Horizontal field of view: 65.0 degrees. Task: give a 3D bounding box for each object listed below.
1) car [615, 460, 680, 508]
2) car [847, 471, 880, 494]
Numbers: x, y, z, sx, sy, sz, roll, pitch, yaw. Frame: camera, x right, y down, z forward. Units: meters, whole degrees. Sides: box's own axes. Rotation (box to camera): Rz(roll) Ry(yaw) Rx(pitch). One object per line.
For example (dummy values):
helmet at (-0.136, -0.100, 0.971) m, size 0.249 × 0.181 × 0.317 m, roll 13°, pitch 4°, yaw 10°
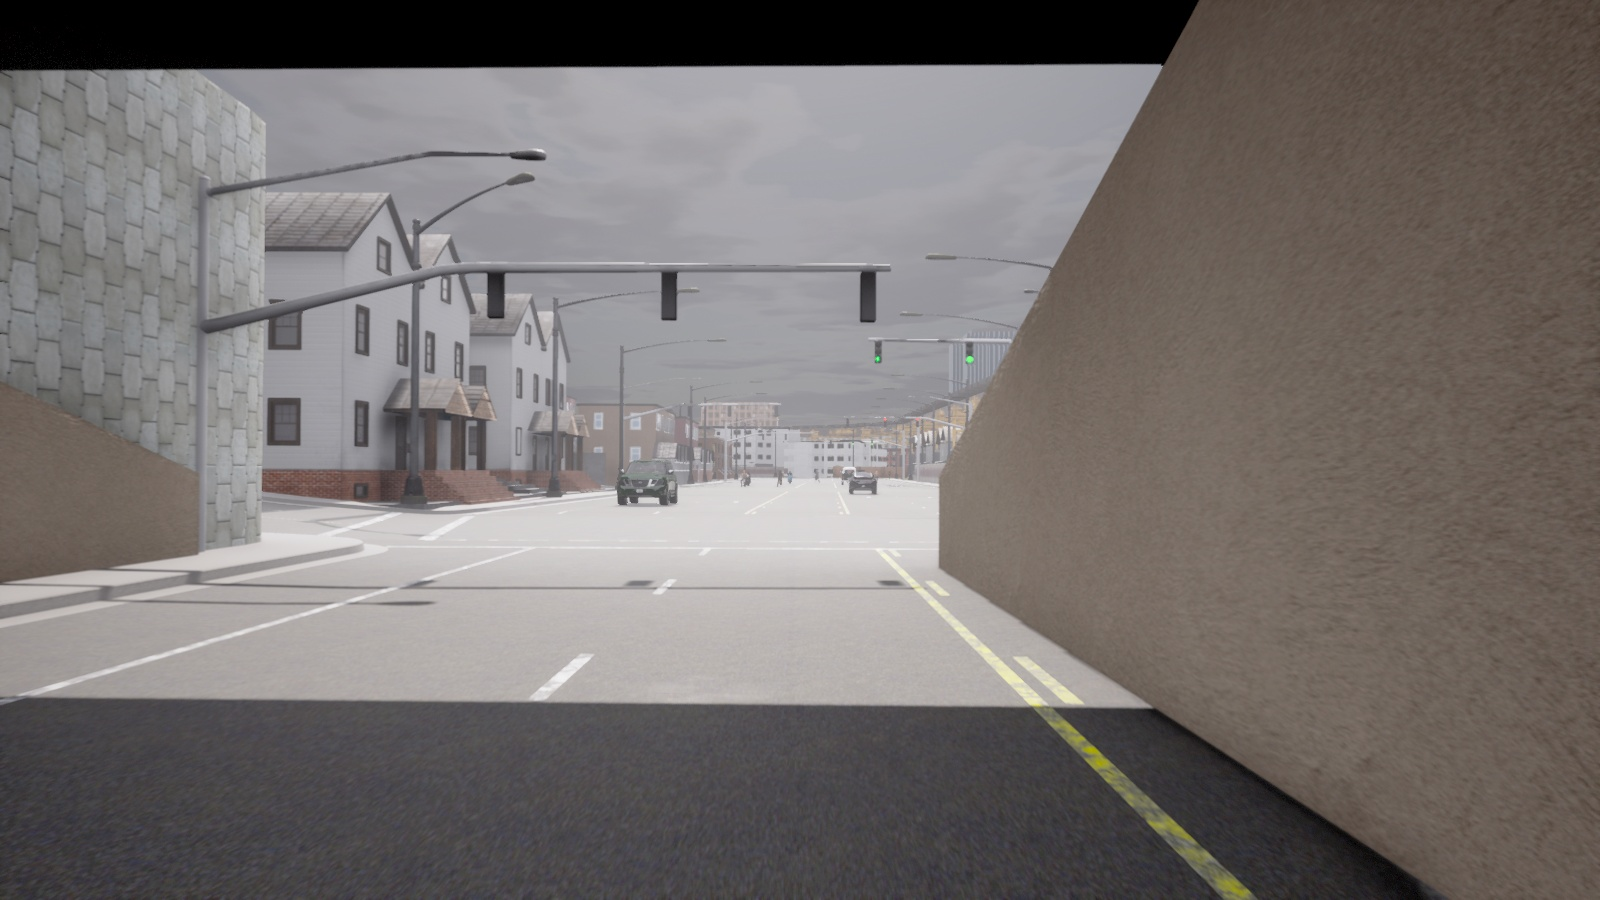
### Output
car at (-6.848, 1.516, 57.027) m, size 2.150 × 2.045 × 5.566 m, roll 0°, pitch -1°, yaw 1°
car at (4.320, 2.196, 86.258) m, size 2.128 × 1.511 × 4.902 m, roll 0°, pitch -1°, yaw 1°
